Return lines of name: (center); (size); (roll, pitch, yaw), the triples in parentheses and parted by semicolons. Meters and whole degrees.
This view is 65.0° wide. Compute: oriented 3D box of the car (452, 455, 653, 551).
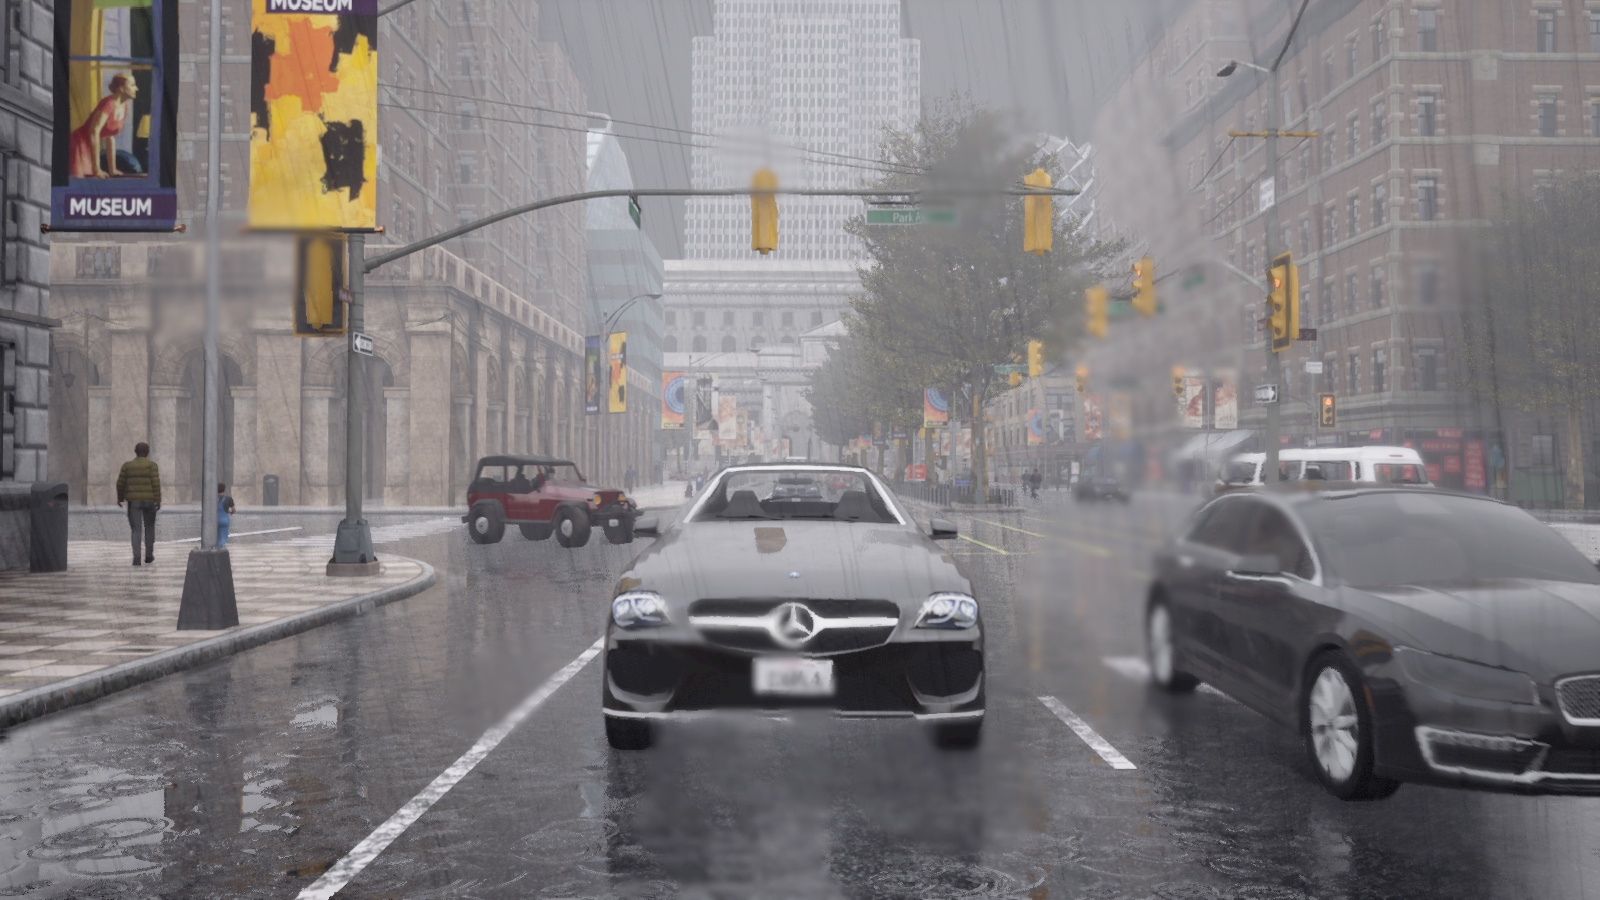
car: (-5.226, 1.084, 26.503); (3.866, 1.878, 1.905); (-1, -1, 30)

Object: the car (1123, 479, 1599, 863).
car: (3.478, 0.933, 7.452); (1.837, 1.490, 4.892); (0, -1, 0)

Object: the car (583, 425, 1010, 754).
car: (-0.026, 0.745, 8.868); (2.152, 1.651, 5.027); (0, -1, 0)

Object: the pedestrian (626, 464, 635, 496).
pedestrian: (-10.273, 1.812, 76.218); (0.423, 1.949, 0.788); (0, -1, 0)

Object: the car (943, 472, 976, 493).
car: (11.248, 2.296, 88.733); (1.816, 1.474, 4.193); (0, -1, 0)

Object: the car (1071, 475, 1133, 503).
car: (14.827, 1.912, 61.945); (1.895, 1.301, 4.718); (0, -1, 0)

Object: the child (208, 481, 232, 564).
child: (-9.043, 1.122, 19.585); (0.270, 1.263, 0.437); (0, -1, -16)

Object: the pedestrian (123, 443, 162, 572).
pedestrian: (-9.520, 0.820, 18.197); (0.370, 1.835, 0.726); (0, -1, -17)

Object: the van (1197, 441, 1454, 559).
van: (9.901, 0.909, 24.086); (2.069, 2.038, 4.480); (1, -1, -19)
